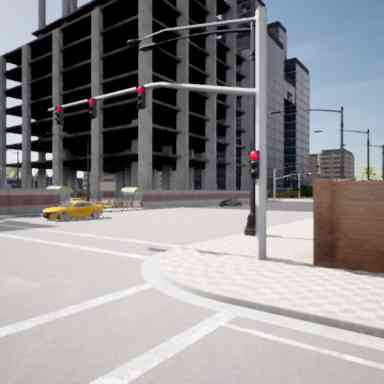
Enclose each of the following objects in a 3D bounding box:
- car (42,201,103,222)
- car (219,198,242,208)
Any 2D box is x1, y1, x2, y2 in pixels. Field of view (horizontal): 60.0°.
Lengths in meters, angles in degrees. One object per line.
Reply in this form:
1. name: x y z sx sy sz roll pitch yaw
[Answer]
1. car: -9.560 1.477 26.983 1.882 1.535 5.008 0 0 36
2. car: 5.546 1.541 47.878 1.994 1.385 4.181 0 0 36
